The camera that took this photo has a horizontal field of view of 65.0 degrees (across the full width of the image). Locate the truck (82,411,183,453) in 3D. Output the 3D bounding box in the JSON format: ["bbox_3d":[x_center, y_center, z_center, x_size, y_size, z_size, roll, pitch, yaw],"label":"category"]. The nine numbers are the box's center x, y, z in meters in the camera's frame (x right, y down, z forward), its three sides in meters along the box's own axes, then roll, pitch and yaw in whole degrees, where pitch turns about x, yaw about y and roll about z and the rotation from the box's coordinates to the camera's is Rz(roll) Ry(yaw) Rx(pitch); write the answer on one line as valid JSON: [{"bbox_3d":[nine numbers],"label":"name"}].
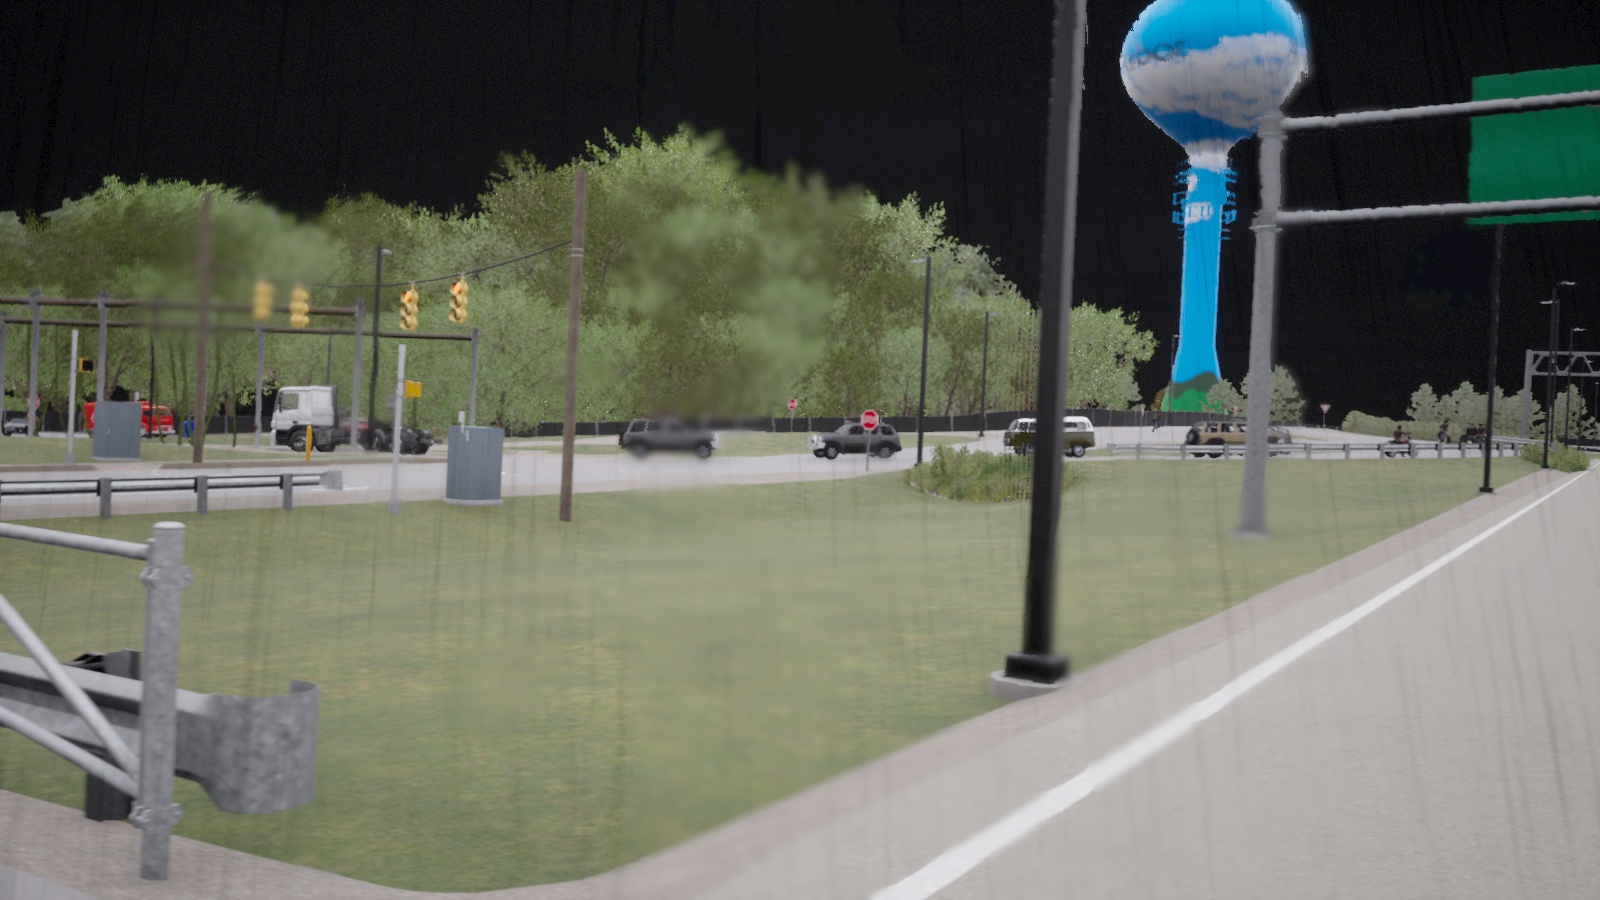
[{"bbox_3d":[-43.299,-1.184,81.552,5.204,2.467,2.627,-1,3,12],"label":"truck"}]

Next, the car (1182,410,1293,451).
[{"bbox_3d":[20.786,-0.922,59.723,4.605,1.855,1.932,-1,1,-7],"label":"car"}]

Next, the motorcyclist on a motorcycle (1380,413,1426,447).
[{"bbox_3d":[29.940,-0.980,62.342,2.350,1.649,0.766,-1,2,-26],"label":"motorcyclist on a motorcycle"}]

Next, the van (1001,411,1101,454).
[{"bbox_3d":[12.537,-0.880,62.891,4.480,2.038,2.069,-1,0,-4],"label":"van"}]

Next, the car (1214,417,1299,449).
[{"bbox_3d":[23.335,-0.889,64.200,3.705,1.549,1.789,-2,1,-15],"label":"car"}]

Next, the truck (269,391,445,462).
[{"bbox_3d":[-22.290,-1.136,63.353,7.936,3.462,2.891,0,0,7],"label":"truck"}]

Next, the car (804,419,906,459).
[{"bbox_3d":[2.692,-0.543,61.550,4.605,1.855,1.932,-1,3,-18],"label":"car"}]

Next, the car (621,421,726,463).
[{"bbox_3d":[-5.663,-0.388,56.286,4.605,1.855,1.932,0,1,-5],"label":"car"}]
